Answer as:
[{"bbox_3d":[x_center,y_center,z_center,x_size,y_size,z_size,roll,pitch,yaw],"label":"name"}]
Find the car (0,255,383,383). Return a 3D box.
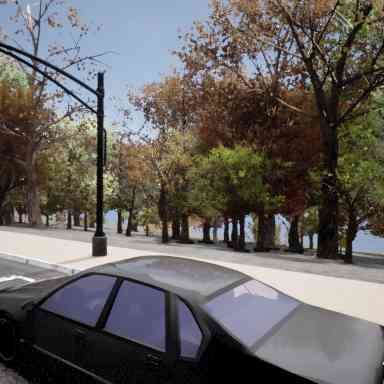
[{"bbox_3d":[-0.551,1.547,4.071,5.357,1.411,2.033,0,0,35],"label":"car"}]
